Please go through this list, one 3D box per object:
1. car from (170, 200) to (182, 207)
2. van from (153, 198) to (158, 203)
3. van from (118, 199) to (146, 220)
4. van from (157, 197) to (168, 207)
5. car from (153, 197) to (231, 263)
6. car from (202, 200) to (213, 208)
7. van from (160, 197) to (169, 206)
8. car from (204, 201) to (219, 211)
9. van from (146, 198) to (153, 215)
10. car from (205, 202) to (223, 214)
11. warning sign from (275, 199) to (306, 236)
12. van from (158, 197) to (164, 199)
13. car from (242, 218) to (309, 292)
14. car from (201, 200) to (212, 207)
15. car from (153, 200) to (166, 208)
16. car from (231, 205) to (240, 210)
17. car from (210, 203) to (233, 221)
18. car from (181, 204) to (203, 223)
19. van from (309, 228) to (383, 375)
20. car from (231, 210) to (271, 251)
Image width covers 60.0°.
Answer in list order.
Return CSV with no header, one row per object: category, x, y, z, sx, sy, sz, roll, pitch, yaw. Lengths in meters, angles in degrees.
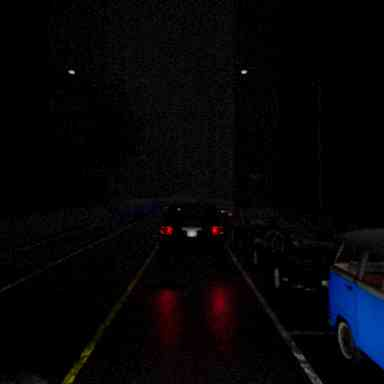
car,-3.031,2.182,64.583,1.994,1.385,4.181,0,-1,1
van,-5.765,1.745,42.641,1.690,1.788,3.998,0,-1,0
van,-5.764,1.637,31.405,1.690,1.788,3.998,0,-1,0
van,-5.767,1.966,65.113,1.690,1.788,3.998,0,-1,0
car,0.006,1.343,12.613,2.150,2.045,5.566,0,0,0
car,2.758,2.096,59.673,1.752,1.417,4.829,0,-1,0
van,-5.768,2.022,70.732,1.690,1.788,3.998,0,-1,0
car,2.759,2.025,48.265,1.947,1.339,4.313,0,-1,0
van,-5.765,1.691,37.023,1.690,1.788,3.998,0,-1,0
car,2.760,1.970,42.647,1.947,1.339,4.313,0,-1,0
warning sign,5.064,1.277,17.207,1.300,1.860,1.060,0,-1,0
van,-5.766,1.855,53.877,1.690,1.788,3.998,0,-1,0
car,2.762,1.635,8.936,2.008,1.369,4.403,0,-1,0
car,2.758,2.191,65.121,1.947,1.339,4.313,0,-1,0
car,-5.767,2.114,59.493,1.887,1.381,4.507,0,-1,0
car,2.761,1.682,25.792,1.967,1.590,4.097,0,-1,0
car,2.760,1.823,31.580,1.752,1.417,4.829,0,-1,0
car,0.015,1.798,28.919,1.812,1.442,4.674,0,0,0
van,2.763,1.373,3.319,1.690,1.788,3.998,0,-1,0
car,2.762,1.687,14.554,2.008,1.369,4.403,0,-1,0
